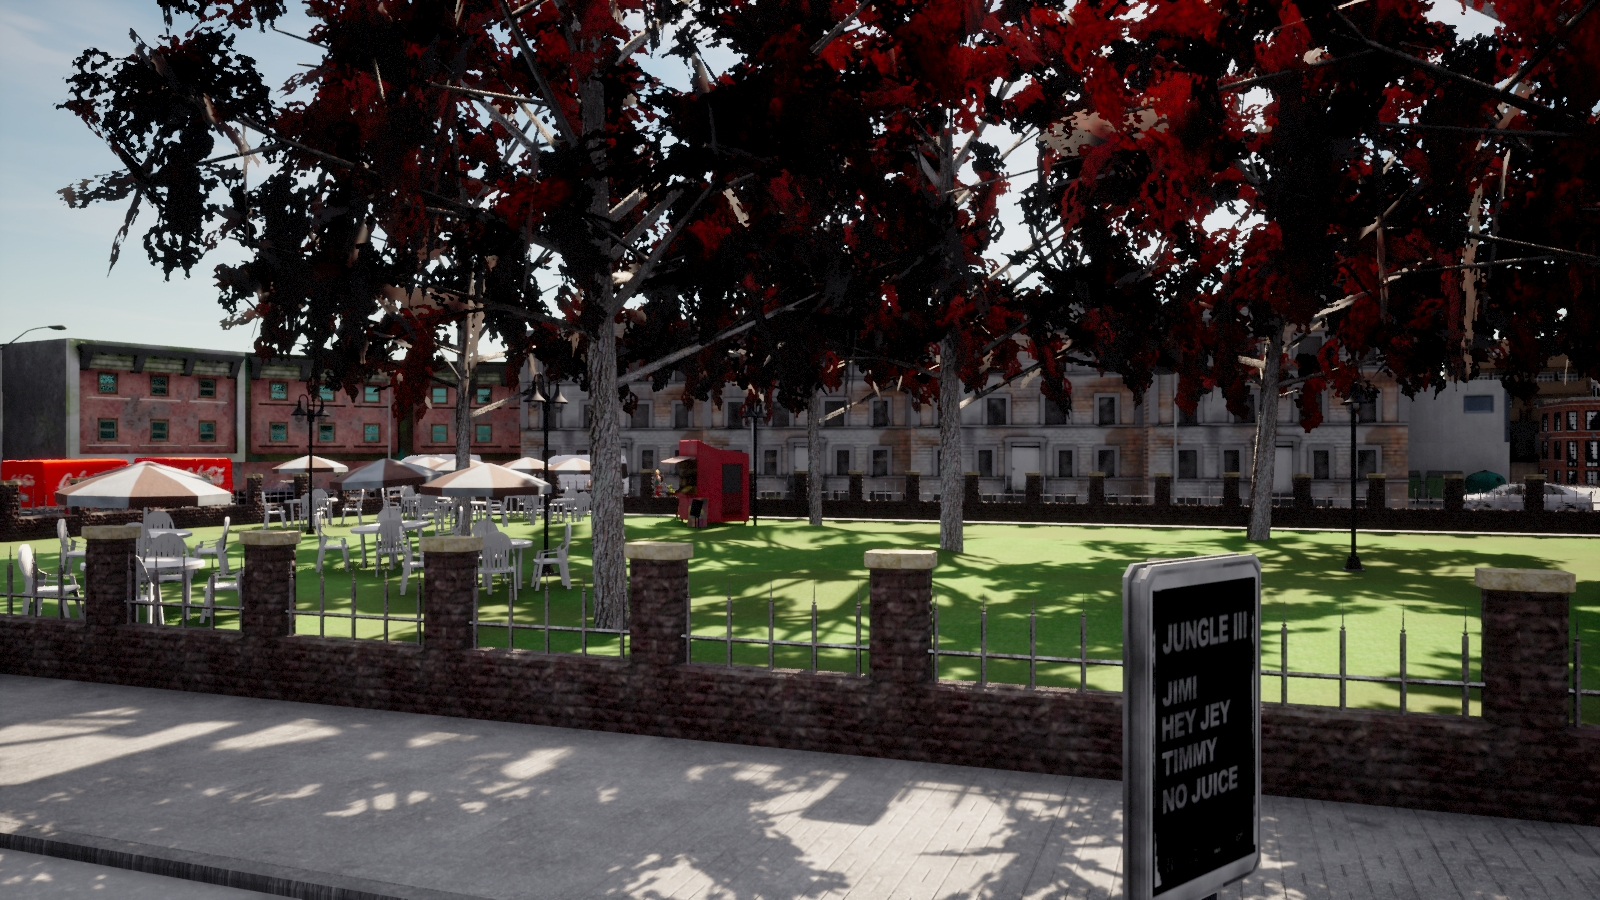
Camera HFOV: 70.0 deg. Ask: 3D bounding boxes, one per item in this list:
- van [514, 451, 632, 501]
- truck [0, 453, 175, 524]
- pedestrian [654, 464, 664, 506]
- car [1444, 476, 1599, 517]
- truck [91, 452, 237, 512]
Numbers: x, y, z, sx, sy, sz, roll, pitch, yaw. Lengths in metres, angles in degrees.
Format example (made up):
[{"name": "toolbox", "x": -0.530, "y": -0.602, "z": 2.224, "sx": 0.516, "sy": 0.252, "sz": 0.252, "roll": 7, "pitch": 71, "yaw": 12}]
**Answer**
[{"name": "van", "x": -12.048, "y": 1.315, "z": 60.623, "sx": 5.915, "sy": 2.561, "sz": 1.988, "roll": 0, "pitch": 0, "yaw": 20}, {"name": "truck", "x": -26.783, "y": 1.349, "z": 43.061, "sx": 2.627, "sy": 2.467, "sz": 5.204, "roll": 0, "pitch": 0, "yaw": 20}, {"name": "pedestrian", "x": -6.162, "y": 1.526, "z": 49.987, "sx": 0.375, "sy": 1.860, "sz": 0.375, "roll": 0, "pitch": 0, "yaw": -2}, {"name": "car", "x": 28.812, "y": 1.841, "z": 45.794, "sx": 4.892, "sy": 1.480, "sz": 2.231, "roll": 0, "pitch": 0, "yaw": 19}, {"name": "truck", "x": -28.185, "y": 1.348, "z": 50.858, "sx": 2.627, "sy": 2.467, "sz": 5.204, "roll": 0, "pitch": 0, "yaw": 21}]
